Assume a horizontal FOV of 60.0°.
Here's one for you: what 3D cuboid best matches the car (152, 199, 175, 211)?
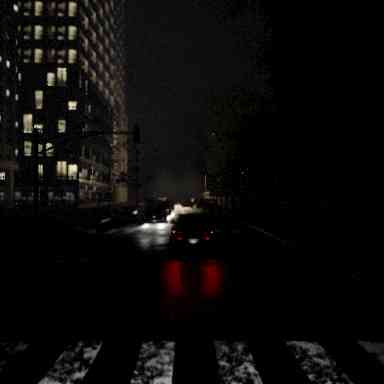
[{"bbox_3d":[-3.288,1.867,38.524,1.837,1.490,4.892,0,-1,-1],"label":"car"}]

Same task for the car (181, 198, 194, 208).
[{"bbox_3d":[-0.860,2.016,58.193,1.882,1.535,5.008,0,0,-2],"label":"car"}]

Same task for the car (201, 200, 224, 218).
[{"bbox_3d":[2.224,1.844,33.875,1.752,1.417,4.829,0,-1,-1],"label":"car"}]

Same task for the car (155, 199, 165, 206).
[{"bbox_3d":[-6.911,2.244,72.198,1.802,1.307,4.206,0,0,-2],"label":"car"}]

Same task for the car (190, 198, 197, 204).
[{"bbox_3d":[0.380,2.332,89.306,1.752,1.417,4.829,0,0,-3],"label":"car"}]

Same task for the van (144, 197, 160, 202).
[{"bbox_3d":[-6.177,1.808,50.021,1.690,1.788,3.998,0,-1,-2],"label":"van"}]

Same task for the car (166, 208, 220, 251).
[{"bbox_3d":[0.026,1.662,14.634,1.812,1.442,4.674,0,-1,-1],"label":"car"}]

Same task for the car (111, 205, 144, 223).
[{"bbox_3d":[-5.553,1.816,27.844,2.008,1.369,4.403,0,-1,-1],"label":"car"}]

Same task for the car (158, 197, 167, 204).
[{"bbox_3d":[-7.374,2.073,83.285,2.192,1.841,5.009,0,0,-2],"label":"car"}]

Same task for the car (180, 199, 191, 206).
[{"bbox_3d":[-1.330,2.157,69.156,2.128,1.511,4.902,0,0,-2],"label":"car"}]

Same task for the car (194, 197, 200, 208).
[{"bbox_3d":[1.679,2.044,56.045,1.752,1.417,4.829,0,-1,-2],"label":"car"}]

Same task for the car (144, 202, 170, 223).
[{"bbox_3d":[-3.123,1.834,28.487,1.994,1.385,4.181,0,-1,-3],"label":"car"}]

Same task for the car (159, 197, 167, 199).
[{"bbox_3d":[-3.507,1.935,48.975,1.882,1.535,5.008,0,-1,-1],"label":"car"}]

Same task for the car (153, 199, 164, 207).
[{"bbox_3d":[-6.702,2.159,66.653,1.887,1.381,4.507,0,0,-2],"label":"car"}]

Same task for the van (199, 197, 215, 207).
[{"bbox_3d":[2.115,1.709,39.250,1.690,1.788,3.998,0,-1,-1],"label":"van"}]
